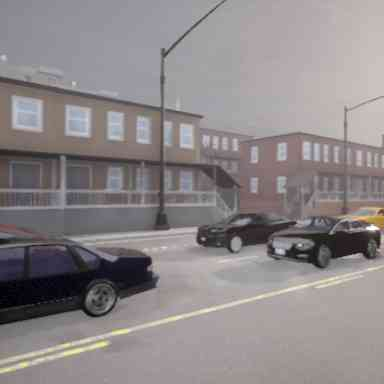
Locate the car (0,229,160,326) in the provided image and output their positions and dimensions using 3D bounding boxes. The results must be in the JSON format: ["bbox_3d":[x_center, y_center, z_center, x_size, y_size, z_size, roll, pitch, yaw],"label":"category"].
[{"bbox_3d":[-3.240,1.554,5.970,5.357,1.411,2.033,1,0,-35],"label":"car"}]

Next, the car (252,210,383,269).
[{"bbox_3d":[4.705,1.587,11.628,4.902,1.511,2.128,1,0,-35],"label":"car"}]

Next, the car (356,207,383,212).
[{"bbox_3d":[10.881,1.665,20.321,5.008,1.535,1.882,1,0,-35],"label":"car"}]

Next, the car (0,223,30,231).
[{"bbox_3d":[-5.816,1.527,8.430,4.674,1.442,1.812,1,0,-35],"label":"car"}]

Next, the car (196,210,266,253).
[{"bbox_3d":[2.482,1.568,14.343,5.008,1.535,1.882,0,-1,-35],"label":"car"}]
